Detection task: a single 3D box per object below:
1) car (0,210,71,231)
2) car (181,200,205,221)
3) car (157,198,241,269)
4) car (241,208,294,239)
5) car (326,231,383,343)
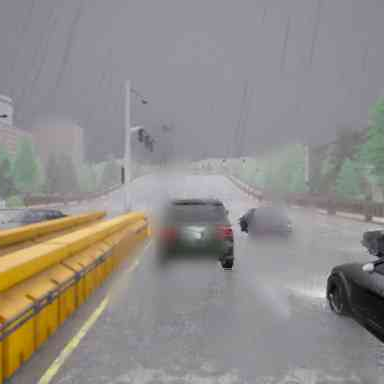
[{"bbox_3d":[-7.020,1.522,15.167,2.033,1.411,5.357,0,0,0],"label":"car"},{"bbox_3d":[0.095,1.460,27.658,1.837,1.490,4.892,0,0,0],"label":"car"},{"bbox_3d":[0.098,1.203,11.171,2.150,2.045,5.566,0,0,0],"label":"car"},{"bbox_3d":[3.599,1.520,16.930,2.033,1.411,5.357,0,0,0],"label":"car"},{"bbox_3d":[3.601,1.556,4.793,1.994,1.385,4.181,0,0,-1],"label":"car"}]
